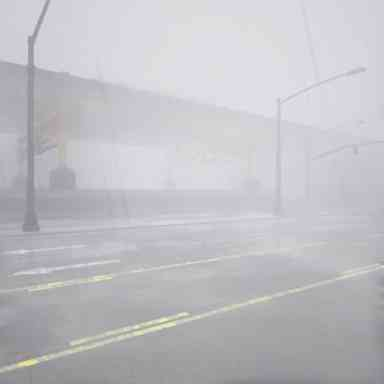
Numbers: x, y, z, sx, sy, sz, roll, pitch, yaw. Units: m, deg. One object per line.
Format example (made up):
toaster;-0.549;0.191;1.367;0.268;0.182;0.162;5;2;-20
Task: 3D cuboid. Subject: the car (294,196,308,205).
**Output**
car;16.426;1.293;50.238;1.853;1.218;4.536;0;0;18

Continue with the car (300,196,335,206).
car;20.320;1.450;53.948;4.974;1.542;2.038;0;0;-7

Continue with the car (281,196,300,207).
car;12.613;1.293;47.510;4.536;1.218;1.853;0;0;8

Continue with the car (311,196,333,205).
car;20.269;1.293;53.941;4.536;1.218;1.853;0;0;-7

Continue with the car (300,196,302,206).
car;12.665;1.450;47.503;4.974;1.542;2.038;0;0;8

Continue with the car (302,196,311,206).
car;16.410;1.450;50.188;2.038;1.542;4.974;0;0;18
